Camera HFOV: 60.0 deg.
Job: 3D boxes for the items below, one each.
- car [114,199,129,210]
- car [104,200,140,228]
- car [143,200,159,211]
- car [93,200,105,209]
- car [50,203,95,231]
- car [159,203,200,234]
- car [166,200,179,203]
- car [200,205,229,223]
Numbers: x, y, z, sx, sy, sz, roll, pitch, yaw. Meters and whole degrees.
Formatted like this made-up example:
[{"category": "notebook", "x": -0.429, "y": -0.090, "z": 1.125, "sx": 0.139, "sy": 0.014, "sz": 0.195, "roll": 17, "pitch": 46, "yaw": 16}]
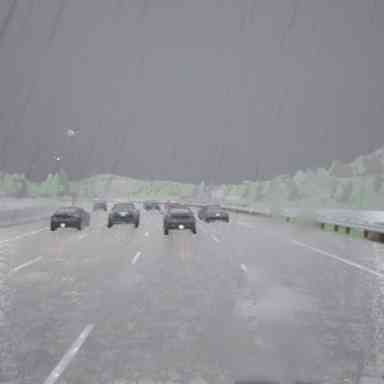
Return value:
[{"category": "car", "x": -11.507, "y": 1.982, "z": 54.140, "sx": 1.882, "sy": 1.535, "sz": 5.008, "roll": 0, "pitch": -1, "yaw": -19}, {"category": "car", "x": -4.910, "y": 1.577, "z": 24.468, "sx": 2.097, "sy": 1.767, "sz": 4.553, "roll": -1, "pitch": 0, "yaw": -8}, {"category": "car", "x": -5.772, "y": 1.902, "z": 46.918, "sx": 1.837, "sy": 1.490, "sz": 4.892, "roll": 1, "pitch": -1, "yaw": -16}, {"category": "car", "x": -13.534, "y": 1.991, "z": 48.717, "sx": 1.837, "sy": 1.490, "sz": 4.892, "roll": 1, "pitch": -1, "yaw": -17}, {"category": "car", "x": -8.092, "y": 1.747, "z": 22.394, "sx": 1.837, "sy": 1.490, "sz": 4.892, "roll": 1, "pitch": 0, "yaw": -8}, {"category": "car", "x": -0.877, "y": 1.665, "z": 20.673, "sx": 1.837, "sy": 1.490, "sz": 4.892, "roll": 0, "pitch": 0, "yaw": -7}, {"category": "car", "x": -2.870, "y": 1.913, "z": 49.522, "sx": 1.812, "sy": 1.442, "sz": 4.674, "roll": 0, "pitch": 0, "yaw": -16}, {"category": "car", "x": 1.699, "y": 1.750, "z": 27.833, "sx": 1.994, "sy": 1.385, "sz": 4.181, "roll": 0, "pitch": 0, "yaw": -9}]
